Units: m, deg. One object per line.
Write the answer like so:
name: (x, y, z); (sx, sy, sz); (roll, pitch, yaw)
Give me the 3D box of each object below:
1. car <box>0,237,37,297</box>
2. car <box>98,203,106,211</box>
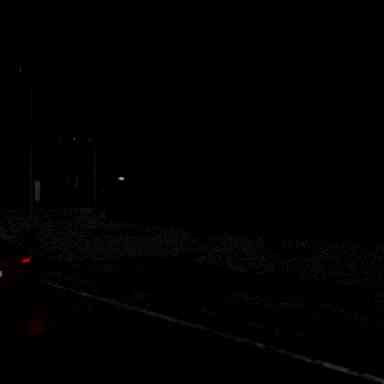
car: (-5.299, 1.519, 7.451); (4.181, 1.385, 1.994); (0, 0, 38)
car: (-9.537, 1.597, 41.891); (1.882, 1.535, 5.008); (0, 0, 36)
